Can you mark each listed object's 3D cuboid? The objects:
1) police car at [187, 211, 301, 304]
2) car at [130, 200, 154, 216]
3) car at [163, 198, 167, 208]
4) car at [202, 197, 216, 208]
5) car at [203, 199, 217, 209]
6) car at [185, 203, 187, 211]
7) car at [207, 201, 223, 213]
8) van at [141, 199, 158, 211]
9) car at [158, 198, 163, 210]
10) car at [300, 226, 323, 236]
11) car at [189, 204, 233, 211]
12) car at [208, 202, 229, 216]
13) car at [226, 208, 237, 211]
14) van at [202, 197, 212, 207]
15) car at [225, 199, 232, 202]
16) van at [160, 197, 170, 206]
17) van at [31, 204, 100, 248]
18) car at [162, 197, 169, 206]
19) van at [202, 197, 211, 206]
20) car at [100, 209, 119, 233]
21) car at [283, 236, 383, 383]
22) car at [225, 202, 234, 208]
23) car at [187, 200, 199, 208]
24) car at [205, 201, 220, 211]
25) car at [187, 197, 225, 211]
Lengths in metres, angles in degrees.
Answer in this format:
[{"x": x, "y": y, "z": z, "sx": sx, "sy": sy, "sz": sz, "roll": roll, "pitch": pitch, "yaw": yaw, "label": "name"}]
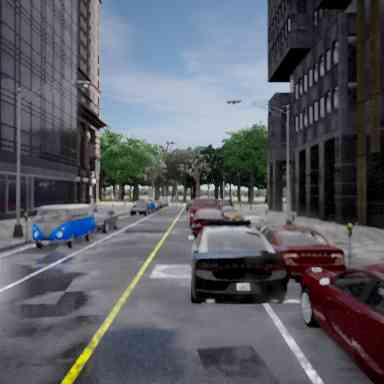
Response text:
[{"x": 0.918, "y": 1.500, "z": 8.490, "sx": 1.930, "sy": 1.638, "sz": 5.238, "roll": 0, "pitch": 0, "yaw": 0, "label": "police car"}, {"x": -5.677, "y": 1.888, "z": 36.877, "sx": 1.947, "sy": 1.339, "sz": 4.313, "roll": 0, "pitch": -1, "yaw": 0, "label": "car"}, {"x": -5.639, "y": 2.036, "z": 53.189, "sx": 1.947, "sy": 1.339, "sz": 4.313, "roll": 0, "pitch": -1, "yaw": 0, "label": "car"}, {"x": 2.899, "y": 1.835, "z": 58.609, "sx": 2.192, "sy": 1.841, "sz": 5.009, "roll": 0, "pitch": -1, "yaw": 0, "label": "car"}, {"x": 2.886, "y": 1.910, "z": 53.170, "sx": 1.967, "sy": 1.590, "sz": 4.097, "roll": 0, "pitch": -1, "yaw": 0, "label": "car"}, {"x": 0.124, "y": 1.899, "z": 46.339, "sx": 2.128, "sy": 1.511, "sz": 4.902, "roll": 0, "pitch": -1, "yaw": 1, "label": "car"}, {"x": 2.861, "y": 1.898, "z": 42.464, "sx": 1.752, "sy": 1.417, "sz": 4.829, "roll": 0, "pitch": -1, "yaw": 0, "label": "car"}, {"x": -5.665, "y": 1.712, "z": 42.317, "sx": 1.690, "sy": 1.788, "sz": 3.998, "roll": 0, "pitch": -1, "yaw": 0, "label": "van"}, {"x": -5.652, "y": 1.944, "z": 47.583, "sx": 1.752, "sy": 1.417, "sz": 4.829, "roll": 0, "pitch": -1, "yaw": 0, "label": "car"}, {"x": 2.783, "y": 1.629, "z": 9.670, "sx": 1.887, "sy": 1.381, "sz": 4.507, "roll": 0, "pitch": 0, "yaw": 0, "label": "car"}, {"x": 0.942, "y": 1.638, "z": 18.380, "sx": 1.882, "sy": 1.535, "sz": 5.008, "roll": 0, "pitch": 0, "yaw": 0, "label": "car"}, {"x": 2.848, "y": 1.874, "z": 36.857, "sx": 2.008, "sy": 1.369, "sz": 4.403, "roll": 0, "pitch": -1, "yaw": 0, "label": "car"}, {"x": 2.796, "y": 1.658, "z": 15.278, "sx": 1.752, "sy": 1.417, "sz": 4.829, "roll": 0, "pitch": 0, "yaw": 0, "label": "car"}, {"x": 2.912, "y": 1.912, "z": 64.045, "sx": 1.690, "sy": 1.788, "sz": 3.998, "roll": 0, "pitch": -1, "yaw": 0, "label": "van"}, {"x": 2.834, "y": 1.590, "z": 31.422, "sx": 2.192, "sy": 1.841, "sz": 5.009, "roll": 0, "pitch": -1, "yaw": 0, "label": "car"}, {"x": -5.600, "y": 1.961, "z": 69.503, "sx": 1.690, "sy": 1.788, "sz": 3.998, "roll": 0, "pitch": -1, "yaw": 0, "label": "van"}, {"x": -5.729, "y": 1.472, "z": 15.130, "sx": 1.690, "sy": 1.788, "sz": 3.998, "roll": 0, "pitch": 0, "yaw": 0, "label": "van"}, {"x": -5.626, "y": 2.043, "z": 58.457, "sx": 1.752, "sy": 1.417, "sz": 4.829, "roll": 0, "pitch": -1, "yaw": 0, "label": "car"}, {"x": 2.925, "y": 1.962, "z": 69.483, "sx": 1.690, "sy": 1.788, "sz": 3.998, "roll": 0, "pitch": -1, "yaw": 0, "label": "van"}, {"x": -5.716, "y": 1.729, "z": 20.565, "sx": 2.008, "sy": 1.369, "sz": 4.403, "roll": 0, "pitch": 0, "yaw": 0, "label": "car"}, {"x": 2.770, "y": 1.582, "z": 4.233, "sx": 1.887, "sy": 1.381, "sz": 4.507, "roll": 0, "pitch": 0, "yaw": 0, "label": "car"}, {"x": 2.822, "y": 1.753, "z": 26.152, "sx": 1.752, "sy": 1.417, "sz": 4.829, "roll": 0, "pitch": -1, "yaw": 0, "label": "car"}, {"x": 0.140, "y": 2.093, "z": 59.567, "sx": 1.994, "sy": 1.385, "sz": 4.181, "roll": 0, "pitch": -1, "yaw": 0, "label": "car"}, {"x": 2.873, "y": 1.965, "z": 47.732, "sx": 1.887, "sy": 1.381, "sz": 4.507, "roll": 0, "pitch": -1, "yaw": 0, "label": "car"}, {"x": 0.920, "y": 1.435, "z": 24.410, "sx": 2.150, "sy": 2.045, "sz": 5.566, "roll": 0, "pitch": -1, "yaw": 0, "label": "car"}]
